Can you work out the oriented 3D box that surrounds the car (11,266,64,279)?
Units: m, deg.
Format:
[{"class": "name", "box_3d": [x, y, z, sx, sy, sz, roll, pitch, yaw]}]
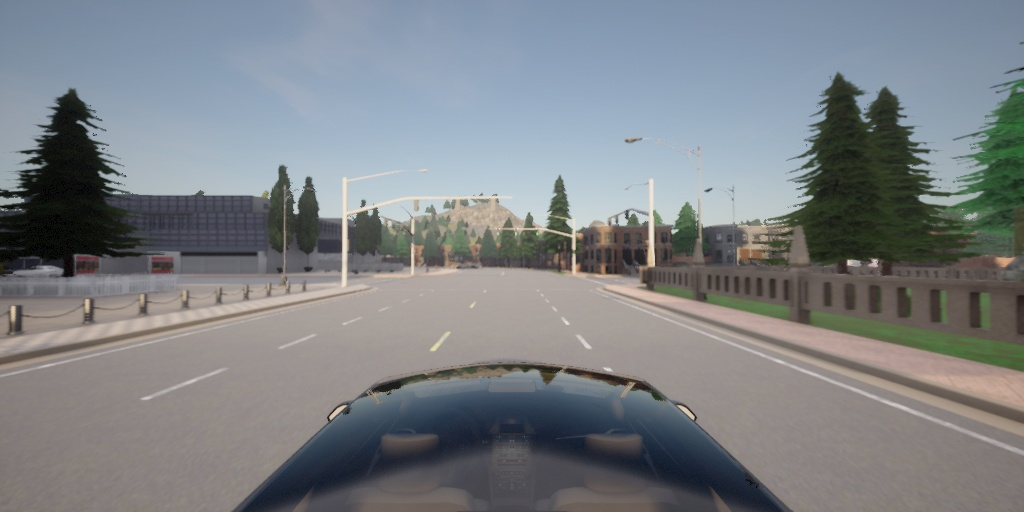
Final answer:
[{"class": "car", "box_3d": [-50.377, 1.788, 38.379, 4.674, 1.442, 1.812, 0, -1, 1]}]

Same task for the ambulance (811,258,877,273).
[{"class": "ambulance", "box_3d": [38.671, 1.342, 41.943, 6.366, 2.431, 2.351, 0, -1, 0]}]

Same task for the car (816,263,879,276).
[{"class": "car", "box_3d": [35.753, 1.775, 38.440, 4.892, 1.490, 1.837, 0, -1, 0]}]
